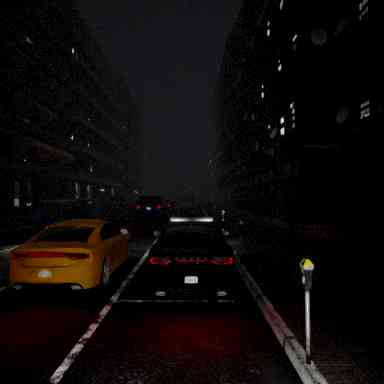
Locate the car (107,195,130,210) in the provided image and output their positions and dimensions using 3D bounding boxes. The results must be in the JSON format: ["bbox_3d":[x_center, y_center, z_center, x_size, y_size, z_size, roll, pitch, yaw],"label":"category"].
[{"bbox_3d":[-8.314,1.365,37.346,2.192,1.841,5.009,1,0,0],"label":"car"}]

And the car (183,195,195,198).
[{"bbox_3d":[-0.429,1.490,37.286,1.967,1.590,4.097,1,0,0],"label":"car"}]

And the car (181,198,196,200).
[{"bbox_3d":[-0.438,1.582,31.754,1.887,1.381,4.507,1,0,0],"label":"car"}]

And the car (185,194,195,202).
[{"bbox_3d":[-0.473,1.521,81.536,2.192,1.841,5.009,1,0,0],"label":"car"}]

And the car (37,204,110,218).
[{"bbox_3d":[-5.870,1.538,17.100,1.812,1.442,4.674,0,0,0],"label":"car"}]

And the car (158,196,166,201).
[{"bbox_3d":[-8.326,1.846,92.652,1.802,1.307,4.206,1,0,0],"label":"car"}]

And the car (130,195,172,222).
[{"bbox_3d":[-3.022,1.248,25.856,2.150,2.045,5.566,0,0,0],"label":"car"}]

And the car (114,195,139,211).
[{"bbox_3d":[-8.314,1.379,42.876,2.192,1.841,5.009,1,0,0],"label":"car"}]

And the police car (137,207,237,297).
[{"bbox_3d":[-0.012,1.430,8.763,1.930,1.638,5.238,0,0,0],"label":"police car"}]

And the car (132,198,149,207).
[{"bbox_3d":[-8.321,1.660,53.938,1.947,1.339,4.313,1,0,0],"label":"car"}]

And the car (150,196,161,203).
[{"bbox_3d":[-8.323,1.725,76.059,1.887,1.381,4.507,1,0,0],"label":"car"}]

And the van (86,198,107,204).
[{"bbox_3d":[-8.314,1.368,26.285,1.690,1.788,3.998,1,0,0],"label":"van"}]

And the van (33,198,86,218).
[{"bbox_3d":[-8.312,1.359,20.753,1.690,1.788,3.998,2,0,0],"label":"van"}]

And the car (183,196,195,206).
[{"bbox_3d":[-0.473,1.553,59.411,1.967,1.590,4.097,1,0,0],"label":"car"}]

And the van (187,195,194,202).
[{"bbox_3d":[-0.474,1.575,87.068,1.690,1.788,3.998,1,0,0],"label":"van"}]

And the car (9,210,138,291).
[{"bbox_3d":[-2.922,1.483,9.082,1.882,1.535,5.008,0,0,0],"label":"car"}]

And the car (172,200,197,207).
[{"bbox_3d":[-0.438,1.572,26.224,1.887,1.381,4.507,1,0,0],"label":"car"}]

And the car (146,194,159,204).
[{"bbox_3d":[-8.317,1.471,70.528,2.192,1.841,5.009,1,0,0],"label":"car"}]
